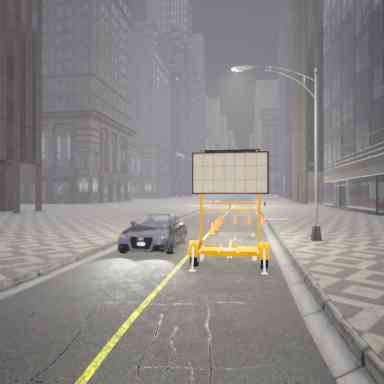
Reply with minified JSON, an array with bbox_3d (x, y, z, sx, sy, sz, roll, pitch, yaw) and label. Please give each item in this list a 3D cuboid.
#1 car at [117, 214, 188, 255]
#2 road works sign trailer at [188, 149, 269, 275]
[{"bbox_3d":[-1.401,1.560,13.176,1.994,1.385,4.181,0,0,9],"label":"car"},{"bbox_3d":[1.215,0.459,10.613,2.380,3.560,2.880,0,0,9],"label":"road works sign trailer"}]
